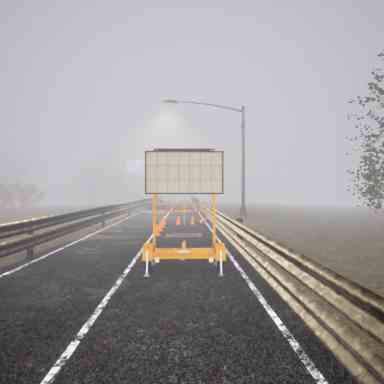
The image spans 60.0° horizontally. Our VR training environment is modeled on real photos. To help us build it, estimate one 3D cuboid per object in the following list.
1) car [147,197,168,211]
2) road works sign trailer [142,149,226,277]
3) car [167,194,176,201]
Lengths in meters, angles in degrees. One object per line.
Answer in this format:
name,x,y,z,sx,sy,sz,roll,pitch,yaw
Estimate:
car,-4.367,1.580,41.282,1.994,1.385,4.181,0,0,-1
road works sign trailer,-0.238,0.468,10.300,2.380,3.560,2.880,0,0,-1
car,-5.471,1.258,89.718,2.150,2.045,5.566,0,0,-1
